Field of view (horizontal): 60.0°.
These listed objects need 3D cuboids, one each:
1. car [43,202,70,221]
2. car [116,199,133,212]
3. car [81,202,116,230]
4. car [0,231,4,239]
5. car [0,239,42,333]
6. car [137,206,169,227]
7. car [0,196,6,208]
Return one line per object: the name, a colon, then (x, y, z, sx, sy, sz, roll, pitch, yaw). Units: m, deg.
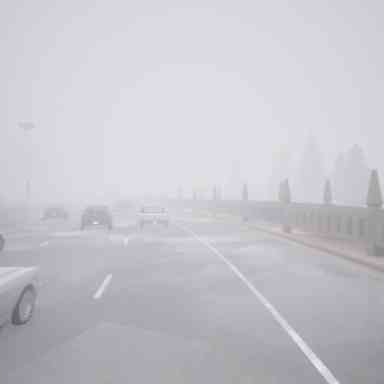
car: (-11.570, 1.619, 28.481, 1.812, 1.442, 4.674, 0, 0, -17)
car: (-8.366, 1.598, 39.997, 1.837, 1.490, 4.892, 0, 0, -23)
car: (-6.129, 1.551, 21.735, 1.837, 1.490, 4.892, 0, 0, -12)
car: (-7.729, 1.565, 10.502, 1.812, 1.442, 4.674, 0, 0, -6)
car: (-3.646, 1.617, 4.131, 1.895, 1.301, 4.718, 0, 0, -3)
car: (-2.828, 1.630, 23.132, 1.895, 1.301, 4.718, 0, 0, -13)
car: (-26.707, 1.485, 45.236, 2.150, 2.045, 5.566, 0, 0, -30)
